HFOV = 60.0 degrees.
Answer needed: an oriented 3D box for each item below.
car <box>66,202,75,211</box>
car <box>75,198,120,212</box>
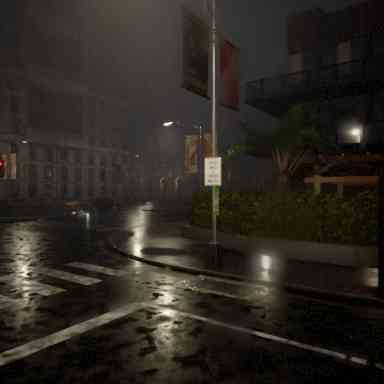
[{"bbox_3d":[-13.050,1.478,40.877,1.882,1.535,5.008,0,0,35],"label":"car"},{"bbox_3d":[-10.553,1.505,38.334,1.837,1.490,4.892,0,0,36],"label":"car"}]
